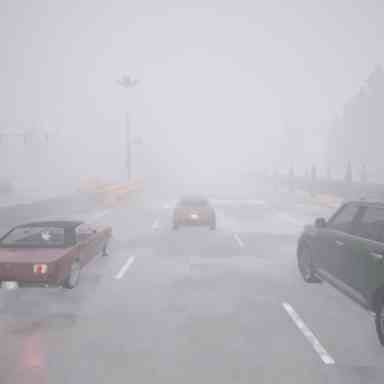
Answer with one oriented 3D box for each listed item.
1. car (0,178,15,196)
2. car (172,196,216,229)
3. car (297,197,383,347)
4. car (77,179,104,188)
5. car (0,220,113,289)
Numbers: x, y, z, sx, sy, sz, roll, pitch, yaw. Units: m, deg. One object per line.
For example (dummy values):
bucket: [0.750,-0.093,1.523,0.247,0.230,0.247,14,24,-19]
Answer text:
car: [-17.538,-0.370,28.974,2.097,1.767,4.553,0,5,1]
car: [0.096,0.860,16.231,1.994,1.385,4.181,0,4,0]
car: [3.598,1.088,5.687,2.150,2.045,5.566,0,2,0]
car: [-10.463,-0.667,34.852,1.812,1.442,4.674,0,4,1]
car: [-3.403,1.360,8.437,1.895,1.301,4.718,0,3,0]
